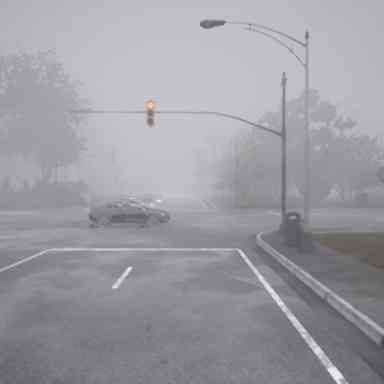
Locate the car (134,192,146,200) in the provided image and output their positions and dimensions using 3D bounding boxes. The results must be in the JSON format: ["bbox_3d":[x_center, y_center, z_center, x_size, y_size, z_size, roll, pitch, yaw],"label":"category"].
[{"bbox_3d":[-10.829,0.831,69.183,1.812,1.442,4.674,0,1,-2],"label":"car"}]

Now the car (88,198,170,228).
[{"bbox_3d":[-3.798,1.310,20.284,4.902,1.511,2.128,0,1,-3],"label":"car"}]

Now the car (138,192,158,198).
[{"bbox_3d":[-7.149,1.004,54.347,1.837,1.490,4.892,0,0,0],"label":"car"}]

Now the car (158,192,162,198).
[{"bbox_3d":[-7.349,0.824,69.730,2.128,1.511,4.902,0,1,-2],"label":"car"}]

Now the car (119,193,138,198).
[{"bbox_3d":[-10.647,1.052,53.824,2.033,1.411,5.357,0,1,0],"label":"car"}]
